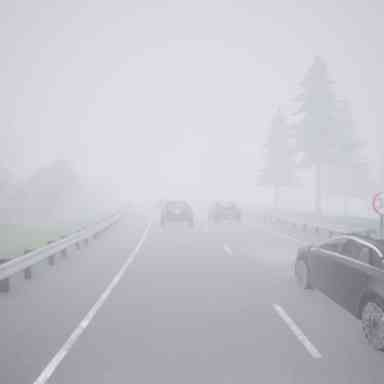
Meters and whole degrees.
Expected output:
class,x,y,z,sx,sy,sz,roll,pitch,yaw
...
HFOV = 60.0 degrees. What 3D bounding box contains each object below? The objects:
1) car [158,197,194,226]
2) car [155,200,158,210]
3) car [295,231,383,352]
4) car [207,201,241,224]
class,x,y,z,sx,sy,sz,roll,pitch,yaw
car,-1.098,1.284,22.761,2.097,1.767,4.553,0,0,-5
car,-3.426,1.373,40.422,2.128,1.511,4.902,0,0,-9
car,3.438,1.467,6.103,2.128,1.511,4.902,0,0,-2
car,2.266,1.413,24.347,2.128,1.511,4.902,0,0,-6
